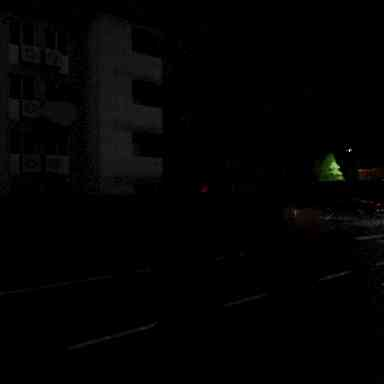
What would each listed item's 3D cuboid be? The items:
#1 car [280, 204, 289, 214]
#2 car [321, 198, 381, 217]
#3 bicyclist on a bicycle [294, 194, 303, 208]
[{"bbox_3d":[6.979,1.414,32.172,1.895,1.301,4.718,0,0,-35],"label":"car"},{"bbox_3d":[13.709,1.278,28.992,2.128,1.511,4.902,0,0,-34],"label":"car"},{"bbox_3d":[12.700,1.053,39.612,1.656,1.620,0.582,-1,0,-35],"label":"bicyclist on a bicycle"}]
